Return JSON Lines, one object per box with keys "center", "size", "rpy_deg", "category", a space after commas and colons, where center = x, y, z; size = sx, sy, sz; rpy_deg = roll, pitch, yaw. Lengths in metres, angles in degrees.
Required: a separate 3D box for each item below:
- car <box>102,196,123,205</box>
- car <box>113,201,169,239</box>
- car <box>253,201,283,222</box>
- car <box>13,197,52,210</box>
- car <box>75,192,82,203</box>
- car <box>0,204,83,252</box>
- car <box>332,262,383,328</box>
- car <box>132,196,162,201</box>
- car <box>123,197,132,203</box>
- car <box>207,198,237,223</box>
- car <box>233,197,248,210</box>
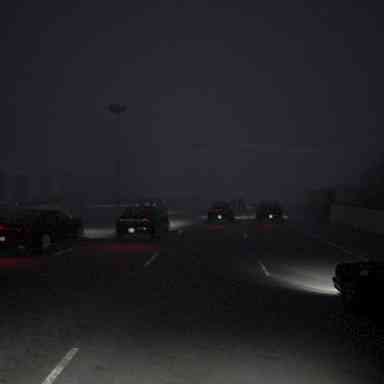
{"center": [-12.541, 1.352, 54.683], "size": [2.033, 1.411, 5.357], "rpy_deg": [0, 0, 17], "category": "car"}
{"center": [-2.368, 1.433, 16.841], "size": [2.128, 1.511, 4.902], "rpy_deg": [0, 0, 6], "category": "car"}
{"center": [5.850, 1.432, 25.443], "size": [1.837, 1.490, 4.892], "rpy_deg": [0, 0, 9], "category": "car"}
{"center": [-19.737, 1.361, 41.436], "size": [1.812, 1.442, 4.674], "rpy_deg": [0, 0, 13], "category": "car"}
{"center": [-20.156, 1.016, 53.624], "size": [2.150, 2.045, 5.566], "rpy_deg": [0, 0, 17], "category": "car"}
{"center": [-6.190, 1.423, 13.712], "size": [1.882, 1.535, 5.008], "rpy_deg": [0, 0, 5], "category": "car"}
{"center": [3.720, 1.539, 4.388], "size": [2.033, 1.411, 5.357], "rpy_deg": [0, 0, 2], "category": "car"}
{"center": [-3.698, 1.244, 31.569], "size": [2.097, 1.767, 4.553], "rpy_deg": [0, 0, 11], "category": "car"}
{"center": [-8.744, 1.356, 55.096], "size": [2.033, 1.411, 5.357], "rpy_deg": [0, 0, 18], "category": "car"}
{"center": [2.232, 1.428, 24.908], "size": [1.837, 1.490, 4.892], "rpy_deg": [0, 0, 9], "category": "car"}
{"center": [5.796, 1.381, 41.774], "size": [1.837, 1.490, 4.892], "rpy_deg": [0, 1, 15], "category": "car"}
